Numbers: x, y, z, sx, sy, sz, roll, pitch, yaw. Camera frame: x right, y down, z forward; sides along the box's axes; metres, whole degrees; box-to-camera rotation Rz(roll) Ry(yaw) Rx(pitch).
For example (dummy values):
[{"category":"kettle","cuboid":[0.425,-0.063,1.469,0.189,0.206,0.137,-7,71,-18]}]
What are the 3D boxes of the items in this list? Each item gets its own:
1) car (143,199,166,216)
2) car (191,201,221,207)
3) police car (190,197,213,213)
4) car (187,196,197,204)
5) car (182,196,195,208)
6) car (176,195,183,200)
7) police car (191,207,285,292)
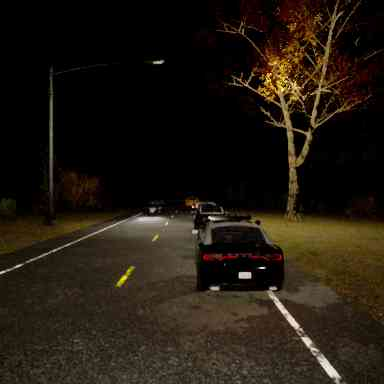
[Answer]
[{"category":"car","cuboid":[-3.634,1.488,32.973,2.128,1.511,4.902,0,0,0]},{"category":"car","cuboid":[1.016,1.505,18.980,1.837,1.490,4.892,0,0,0]},{"category":"police car","cuboid":[1.016,1.424,25.090,1.930,1.638,5.238,0,0,0]},{"category":"car","cuboid":[-0.036,1.487,65.128,1.837,1.490,4.892,0,0,0]},{"category":"car","cuboid":[-0.003,1.470,47.094,1.882,1.535,5.008,0,0,1]},{"category":"car","cuboid":[-3.536,1.504,92.937,2.033,1.411,5.357,0,0,0]},{"category":"police car","cuboid":[1.030,1.425,9.096,1.930,1.638,5.238,0,0,0]}]
